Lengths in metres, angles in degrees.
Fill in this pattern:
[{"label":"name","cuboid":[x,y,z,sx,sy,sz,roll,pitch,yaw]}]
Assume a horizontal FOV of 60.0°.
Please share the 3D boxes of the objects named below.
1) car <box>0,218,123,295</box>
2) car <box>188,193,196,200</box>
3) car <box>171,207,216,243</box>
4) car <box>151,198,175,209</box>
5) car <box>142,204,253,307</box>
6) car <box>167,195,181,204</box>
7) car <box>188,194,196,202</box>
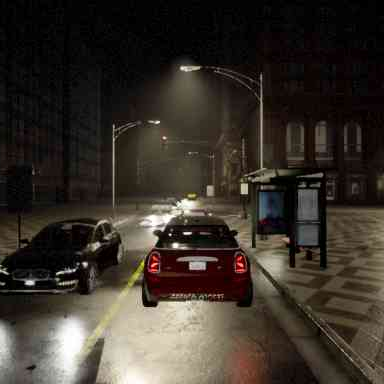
[{"label":"car","cuboid":[-3.103,1.506,8.797,1.837,1.490,4.892,0,0,0]},{"label":"car","cuboid":[-0.044,1.127,84.335,1.882,1.535,5.008,0,0,0]},{"label":"car","cuboid":[0.087,1.558,16.769,1.994,1.385,4.181,0,0,1]},{"label":"car","cuboid":[-3.116,1.567,34.411,1.895,1.301,4.718,0,0,0]},{"label":"car","cuboid":[0.096,1.352,8.126,2.097,1.767,4.553,0,0,0]},{"label":"car","cuboid":[-3.123,1.476,49.851,2.033,1.411,5.357,0,0,0]},{"label":"car","cuboid":[-0.039,1.442,74.360,1.895,1.301,4.718,0,0,0]}]
